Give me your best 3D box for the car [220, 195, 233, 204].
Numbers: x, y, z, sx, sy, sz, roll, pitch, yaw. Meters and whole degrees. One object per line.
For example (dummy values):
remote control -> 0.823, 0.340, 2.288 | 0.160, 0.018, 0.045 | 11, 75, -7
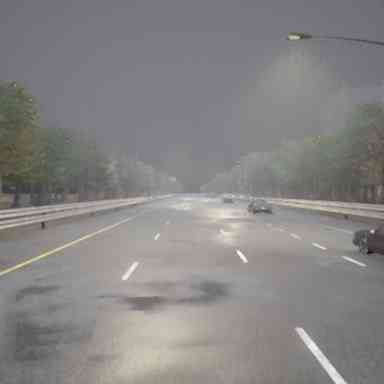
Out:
car -> 7.078, 1.568, 66.498 | 1.812, 1.442, 4.674 | 0, 0, 0

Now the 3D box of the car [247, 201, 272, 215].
car -> 7.001, 1.574, 34.702 | 1.994, 1.385, 4.181 | 0, 0, 0

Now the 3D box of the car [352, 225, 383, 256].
car -> 7.000, 1.547, 10.188 | 2.033, 1.411, 5.357 | 0, 0, 0
